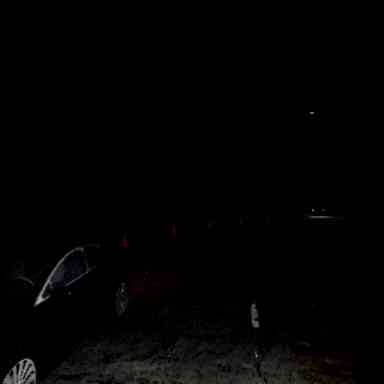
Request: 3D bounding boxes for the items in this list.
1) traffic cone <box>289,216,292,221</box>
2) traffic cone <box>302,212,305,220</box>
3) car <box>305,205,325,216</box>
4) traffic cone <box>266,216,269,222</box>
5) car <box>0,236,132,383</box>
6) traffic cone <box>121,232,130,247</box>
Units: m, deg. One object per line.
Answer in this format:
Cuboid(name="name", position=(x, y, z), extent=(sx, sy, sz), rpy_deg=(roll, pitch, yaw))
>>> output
Cuboid(name="traffic cone", position=(10.682, 2.858, 36.084), extent=(0.340, 0.580, 0.340), rpy_deg=(1, -2, 40))
Cuboid(name="traffic cone", position=(13.360, 3.047, 39.831), extent=(0.340, 0.580, 0.340), rpy_deg=(1, -2, 31))
Cuboid(name="car", position=(20.008, 2.946, 54.318), extent=(2.097, 1.767, 4.553), rpy_deg=(1, 0, 2))
Cuboid(name="traffic cone", position=(7.368, 2.663, 32.426), extent=(0.340, 0.580, 0.340), rpy_deg=(1, -2, 41))
Cuboid(name="car", position=(-2.309, 1.469, 4.677), extent=(2.128, 1.511, 4.902), rpy_deg=(1, 0, 8))
Cuboid(name="traffic cone", position=(-2.838, 1.998, 14.098), extent=(0.340, 0.580, 0.340), rpy_deg=(1, -1, 17))
